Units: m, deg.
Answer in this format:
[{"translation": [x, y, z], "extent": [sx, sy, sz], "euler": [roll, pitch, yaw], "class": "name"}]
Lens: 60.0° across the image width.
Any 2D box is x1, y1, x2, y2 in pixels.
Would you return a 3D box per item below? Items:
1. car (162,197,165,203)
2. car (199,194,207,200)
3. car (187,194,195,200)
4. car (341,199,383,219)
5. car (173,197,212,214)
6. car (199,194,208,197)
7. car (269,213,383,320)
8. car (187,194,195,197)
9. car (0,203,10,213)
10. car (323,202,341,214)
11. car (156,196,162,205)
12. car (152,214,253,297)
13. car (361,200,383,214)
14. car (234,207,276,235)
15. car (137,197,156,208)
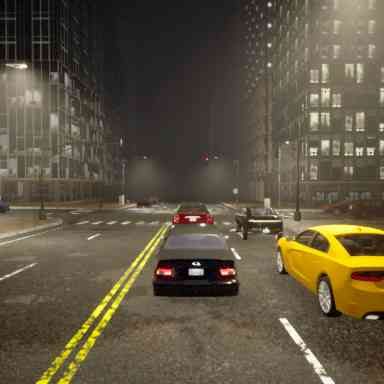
[{"translation": [-6.767, 1.505, 69.196], "extent": [1.994, 1.385, 4.181], "euler": [0, 0, 0], "class": "car"}, {"translation": [2.906, 1.295, 89.822], "extent": [1.994, 1.385, 4.181], "euler": [0, 0, 0], "class": "car"}, {"translation": [-0.344, 1.295, 89.810], "extent": [1.994, 1.385, 4.181], "euler": [0, 0, 0], "class": "car"}, {"translation": [16.092, 1.519, 28.666], "extent": [5.009, 1.841, 2.192], "euler": [1, 0, 1], "class": "car"}, {"translation": [0.033, 1.342, 18.047], "extent": [2.097, 1.767, 4.553], "euler": [0, 0, 0], "class": "car"}, {"translation": [2.945, 1.272, 79.756], "extent": [2.097, 1.767, 4.553], "euler": [0, 0, 0], "class": "car"}, {"translation": [3.323, 1.474, 7.461], "extent": [1.882, 1.535, 5.008], "euler": [0, 0, 0], "class": "car"}, {"translation": [-0.305, 1.470, 79.775], "extent": [1.994, 1.385, 4.181], "euler": [0, 0, 0], "class": "car"}, {"translation": [-20.035, 1.317, 31.710], "extent": [5.008, 1.535, 1.882], "euler": [1, 1, 1], "class": "car"}, {"translation": [16.193, 1.589, 34.447], "extent": [5.008, 1.535, 1.882], "euler": [1, 1, 1], "class": "car"}, {"translation": [-6.795, 1.555, 58.389], "extent": [1.895, 1.301, 4.718], "euler": [0, 0, 0], "class": "car"}, {"translation": [0.067, 1.543, 8.733], "extent": [2.033, 1.411, 5.357], "euler": [0, 0, 0], "class": "car"}, {"translation": [21.669, 1.643, 36.974], "extent": [4.829, 1.417, 1.752], "euler": [1, 0, 1], "class": "car"}, {"translation": [3.277, 1.482, 16.877], "extent": [2.128, 1.511, 4.902], "euler": [0, 0, 1], "class": "car"}, {"translation": [-6.784, 1.567, 48.392], "extent": [1.895, 1.301, 4.718], "euler": [0, 0, 0], "class": "car"}]
